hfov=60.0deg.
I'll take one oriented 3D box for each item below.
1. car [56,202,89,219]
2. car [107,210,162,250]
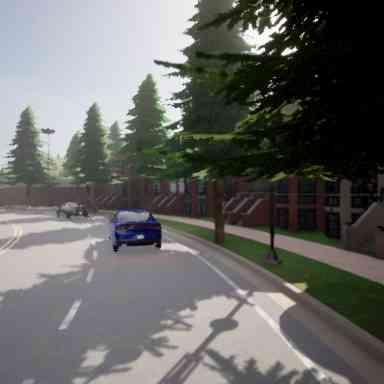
[{"bbox_3d":[-10.826,1.628,30.035,1.812,1.442,4.674,0,0,-37],"label":"car"},{"bbox_3d":[-2.624,1.508,14.604,1.882,1.535,5.008,0,0,-17],"label":"car"}]
